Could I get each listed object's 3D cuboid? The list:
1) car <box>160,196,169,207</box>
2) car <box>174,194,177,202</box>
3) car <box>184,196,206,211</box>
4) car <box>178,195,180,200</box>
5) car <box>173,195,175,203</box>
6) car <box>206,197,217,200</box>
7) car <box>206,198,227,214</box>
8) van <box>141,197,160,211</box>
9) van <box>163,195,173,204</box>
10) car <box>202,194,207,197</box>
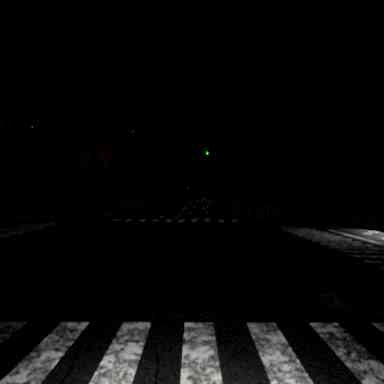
[{"bbox_3d":[-5.389,1.742,54.192,1.947,1.339,4.313,0,0,1],"label":"car"},{"bbox_3d":[-5.174,1.567,76.243,2.192,1.841,5.009,0,0,1],"label":"car"},{"bbox_3d":[0.338,1.629,42.636,2.128,1.511,4.902,0,0,1],"label":"car"},{"bbox_3d":[-5.067,1.605,87.267,2.192,1.841,5.009,0,0,1],"label":"car"},{"bbox_3d":[-5.228,1.778,70.729,1.887,1.381,4.507,0,0,1],"label":"car"},{"bbox_3d":[3.031,1.665,43.257,1.752,1.417,4.829,0,0,1],"label":"car"},{"bbox_3d":[2.976,1.671,37.575,2.008,1.369,4.403,0,0,1],"label":"car"},{"bbox_3d":[-5.495,1.480,43.169,1.690,1.788,3.998,0,0,1],"label":"van"},{"bbox_3d":[-5.281,1.555,65.218,1.690,1.788,3.998,0,0,1],"label":"van"},{"bbox_3d":[3.137,1.491,54.113,2.192,1.841,5.009,0,0,1],"label":"car"}]
